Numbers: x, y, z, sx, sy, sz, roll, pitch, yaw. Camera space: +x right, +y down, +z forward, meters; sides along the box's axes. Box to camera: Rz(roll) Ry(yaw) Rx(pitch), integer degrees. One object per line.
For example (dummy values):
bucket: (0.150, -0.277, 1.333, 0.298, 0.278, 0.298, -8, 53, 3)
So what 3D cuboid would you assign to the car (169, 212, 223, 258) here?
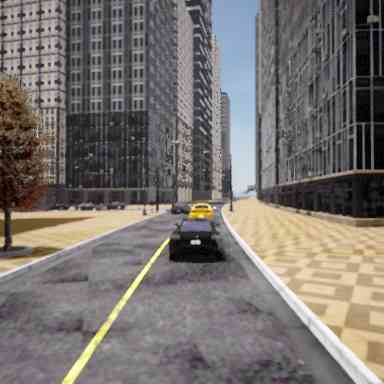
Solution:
car: (0.202, 1.707, 13.389, 1.994, 1.385, 4.181, 0, -1, 2)

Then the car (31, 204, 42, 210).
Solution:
car: (-30.323, 2.809, 63.180, 4.313, 1.339, 1.947, -1, 0, 13)

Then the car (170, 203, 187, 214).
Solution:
car: (-1.384, 1.972, 40.250, 1.994, 1.385, 4.181, 0, -1, 5)

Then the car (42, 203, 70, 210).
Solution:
car: (-24.845, 2.694, 61.907, 4.313, 1.339, 1.947, -1, 0, 13)

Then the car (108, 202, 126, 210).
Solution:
car: (-13.888, 2.451, 59.362, 4.403, 1.369, 2.008, -1, 0, 13)

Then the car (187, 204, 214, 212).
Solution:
car: (0.896, 1.778, 29.123, 1.882, 1.535, 5.008, 0, 0, 4)

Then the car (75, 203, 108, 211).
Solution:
car: (-15.786, 2.333, 51.201, 4.403, 1.369, 2.008, -1, 0, 13)
